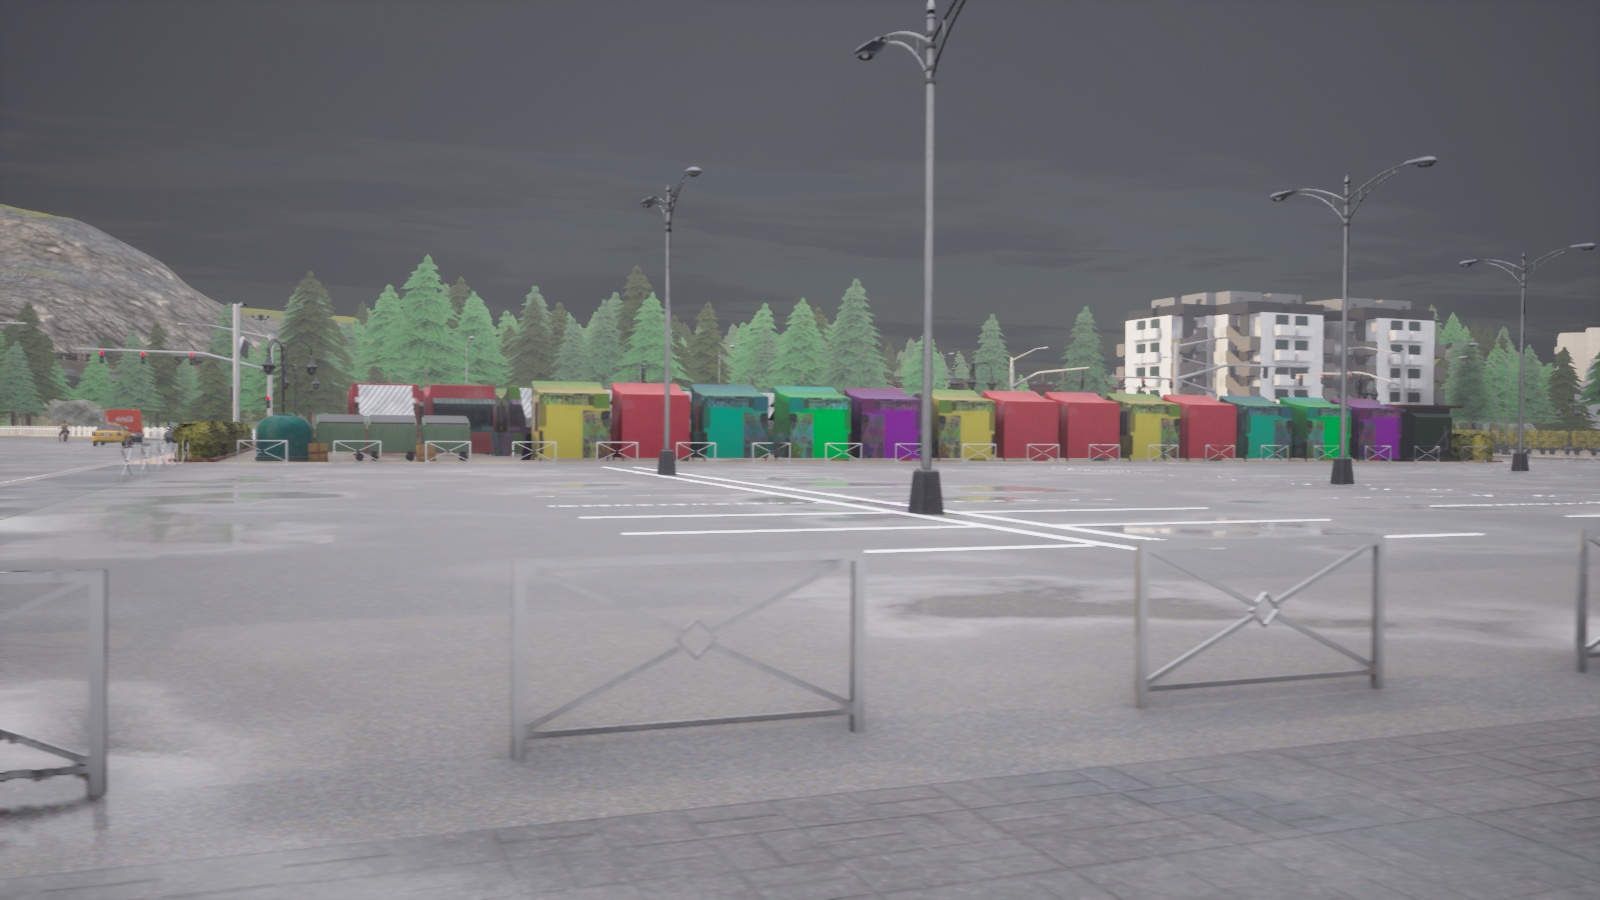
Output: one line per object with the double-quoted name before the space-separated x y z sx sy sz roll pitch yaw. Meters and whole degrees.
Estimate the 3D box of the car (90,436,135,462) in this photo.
"car" -44.306 -0.106 81.033 1.801 1.575 5.366 -1 1 -21
